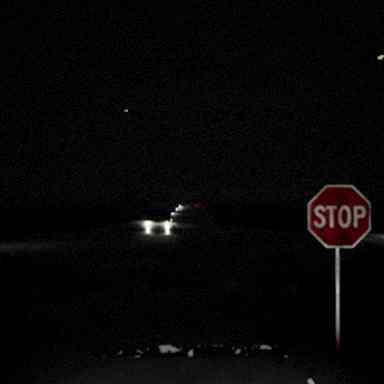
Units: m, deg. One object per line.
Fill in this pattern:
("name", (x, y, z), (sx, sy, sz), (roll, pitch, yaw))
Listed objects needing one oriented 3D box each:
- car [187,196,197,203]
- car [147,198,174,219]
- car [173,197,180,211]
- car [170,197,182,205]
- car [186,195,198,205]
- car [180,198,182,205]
("car", (-0.026, 1.576, 71.133), (1.994, 1.385, 4.181), (0, 0, 0))
("car", (-2.806, 1.487, 29.089), (1.882, 1.535, 5.008), (0, 0, -2))
("car", (-2.849, 1.563, 38.899), (2.033, 1.411, 5.357), (0, 0, 0))
("car", (-2.827, 1.625, 59.365), (1.895, 1.301, 4.718), (0, 0, 0))
("car", (0.010, 1.376, 60.928), (2.097, 1.767, 4.553), (0, 0, 0))
("car", (-2.841, 1.569, 49.032), (2.033, 1.411, 5.357), (0, 0, 0))
